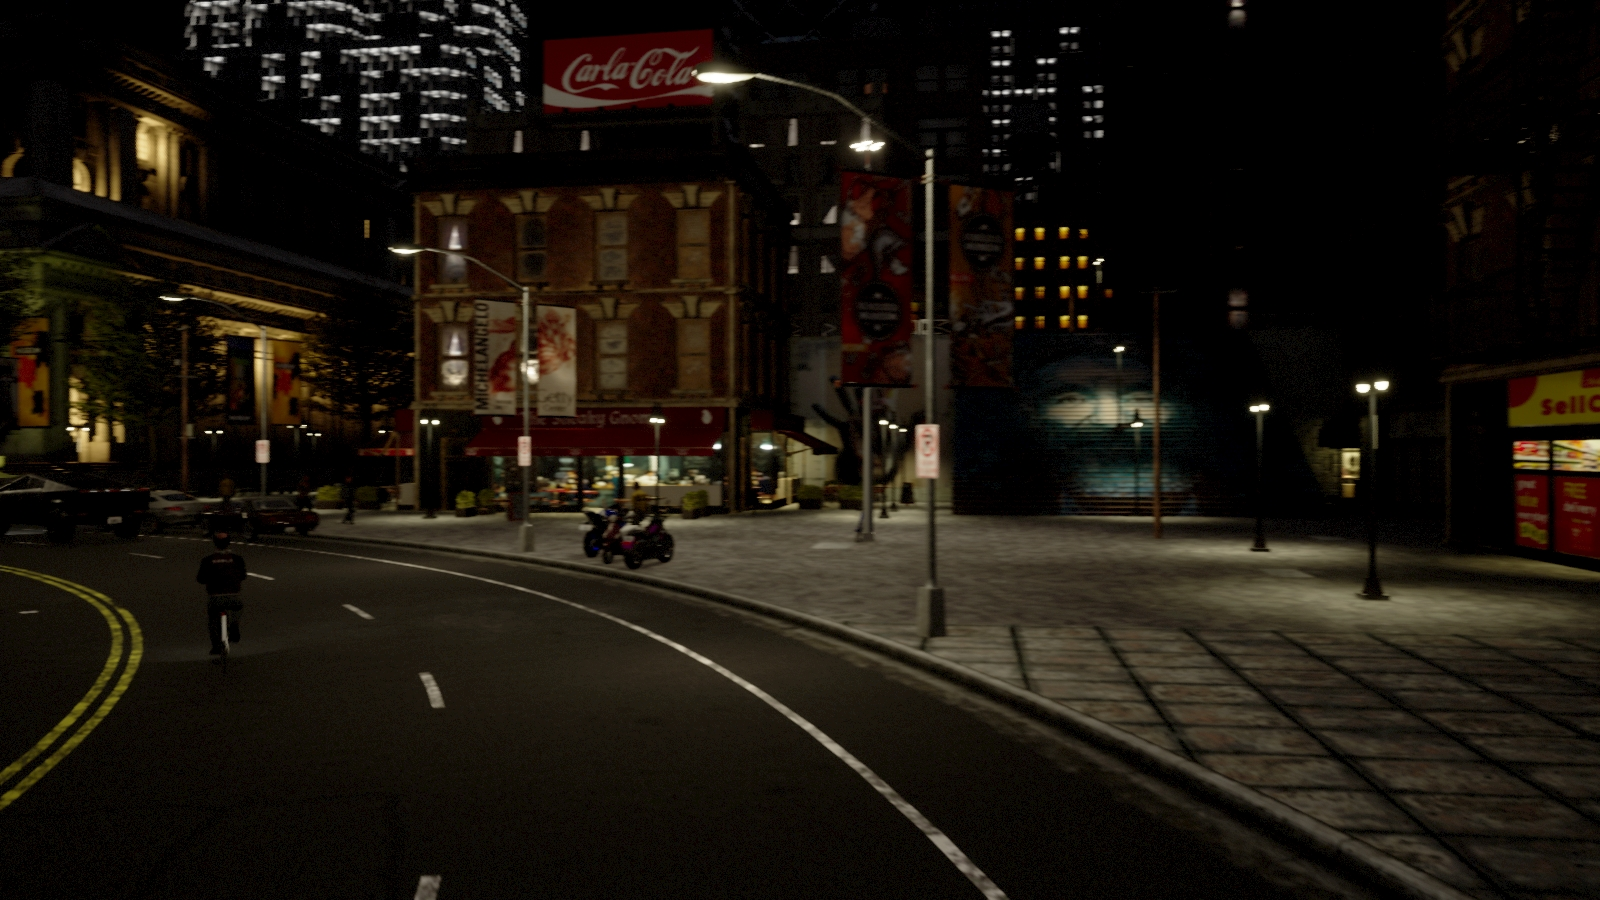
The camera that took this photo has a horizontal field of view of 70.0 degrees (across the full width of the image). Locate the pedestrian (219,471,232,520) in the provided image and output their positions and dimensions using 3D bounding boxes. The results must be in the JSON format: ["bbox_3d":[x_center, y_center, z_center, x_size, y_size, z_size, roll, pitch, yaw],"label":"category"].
[{"bbox_3d":[-21.844,1.728,43.433,0.375,1.860,0.375,0,0,-39],"label":"pedestrian"}]

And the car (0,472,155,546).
[{"bbox_3d":[-23.491,1.788,36.392,6.274,2.098,2.390,0,0,32],"label":"car"}]

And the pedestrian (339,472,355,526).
[{"bbox_3d":[-15.945,1.720,40.234,0.375,1.860,0.375,0,0,31],"label":"pedestrian"}]

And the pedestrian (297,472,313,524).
[{"bbox_3d":[-17.848,1.724,41.205,0.375,1.860,0.375,0,0,31],"label":"pedestrian"}]

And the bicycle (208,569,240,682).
[{"bbox_3d":[-7.427,2.221,14.733,0.329,1.171,1.835,-1,1,-27],"label":"bicycle"}]

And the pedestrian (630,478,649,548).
[{"bbox_3d":[-4.348,1.702,30.947,0.375,1.860,0.375,0,0,39],"label":"pedestrian"}]
